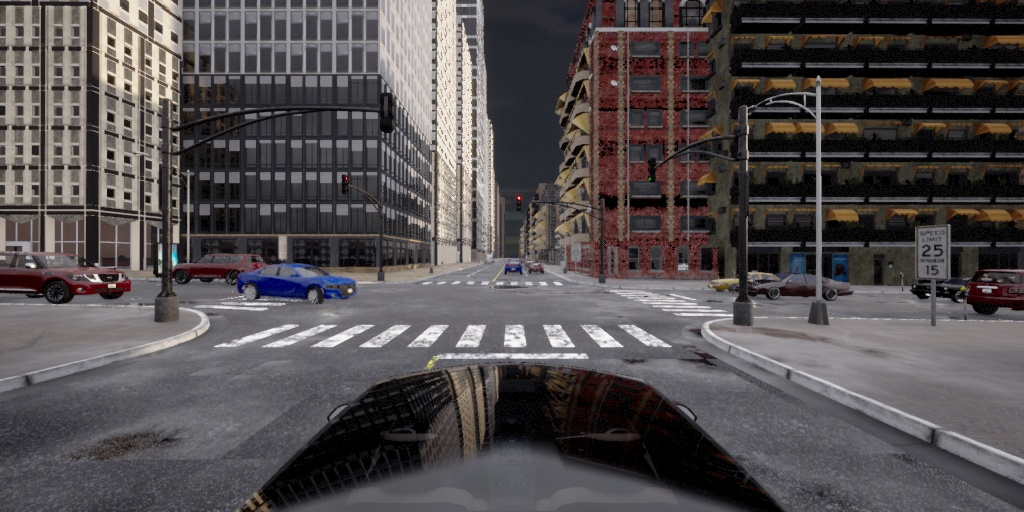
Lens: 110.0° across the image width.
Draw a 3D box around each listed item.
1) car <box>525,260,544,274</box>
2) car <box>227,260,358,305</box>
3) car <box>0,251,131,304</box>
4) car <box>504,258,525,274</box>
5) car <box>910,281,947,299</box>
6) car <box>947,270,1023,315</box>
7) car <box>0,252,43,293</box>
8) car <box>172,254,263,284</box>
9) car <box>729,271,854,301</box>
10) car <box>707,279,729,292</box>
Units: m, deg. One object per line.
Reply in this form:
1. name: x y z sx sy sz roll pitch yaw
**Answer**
1. car: 2.785 1.341 41.783 1.802 1.307 4.207 0 0 0
2. car: -8.983 1.090 15.116 5.008 1.535 1.882 1 0 14
3. car: -17.562 0.757 13.446 5.009 1.841 2.192 0 0 0
4. car: 0.148 1.236 41.195 1.882 1.535 5.008 0 0 0
5. car: 24.883 1.839 19.560 4.718 1.301 1.895 1 0 -1
6. car: 20.612 1.461 13.769 5.009 1.841 2.192 0 0 0
7. car: -24.586 0.669 15.985 4.553 1.767 2.097 1 0 0
8. car: -17.688 0.776 21.826 5.009 1.841 2.192 0 0 0
9. car: 15.253 1.610 19.485 5.357 1.411 2.033 1 0 0
10. car: 14.653 1.587 22.072 4.829 1.417 1.751 0 0 0
